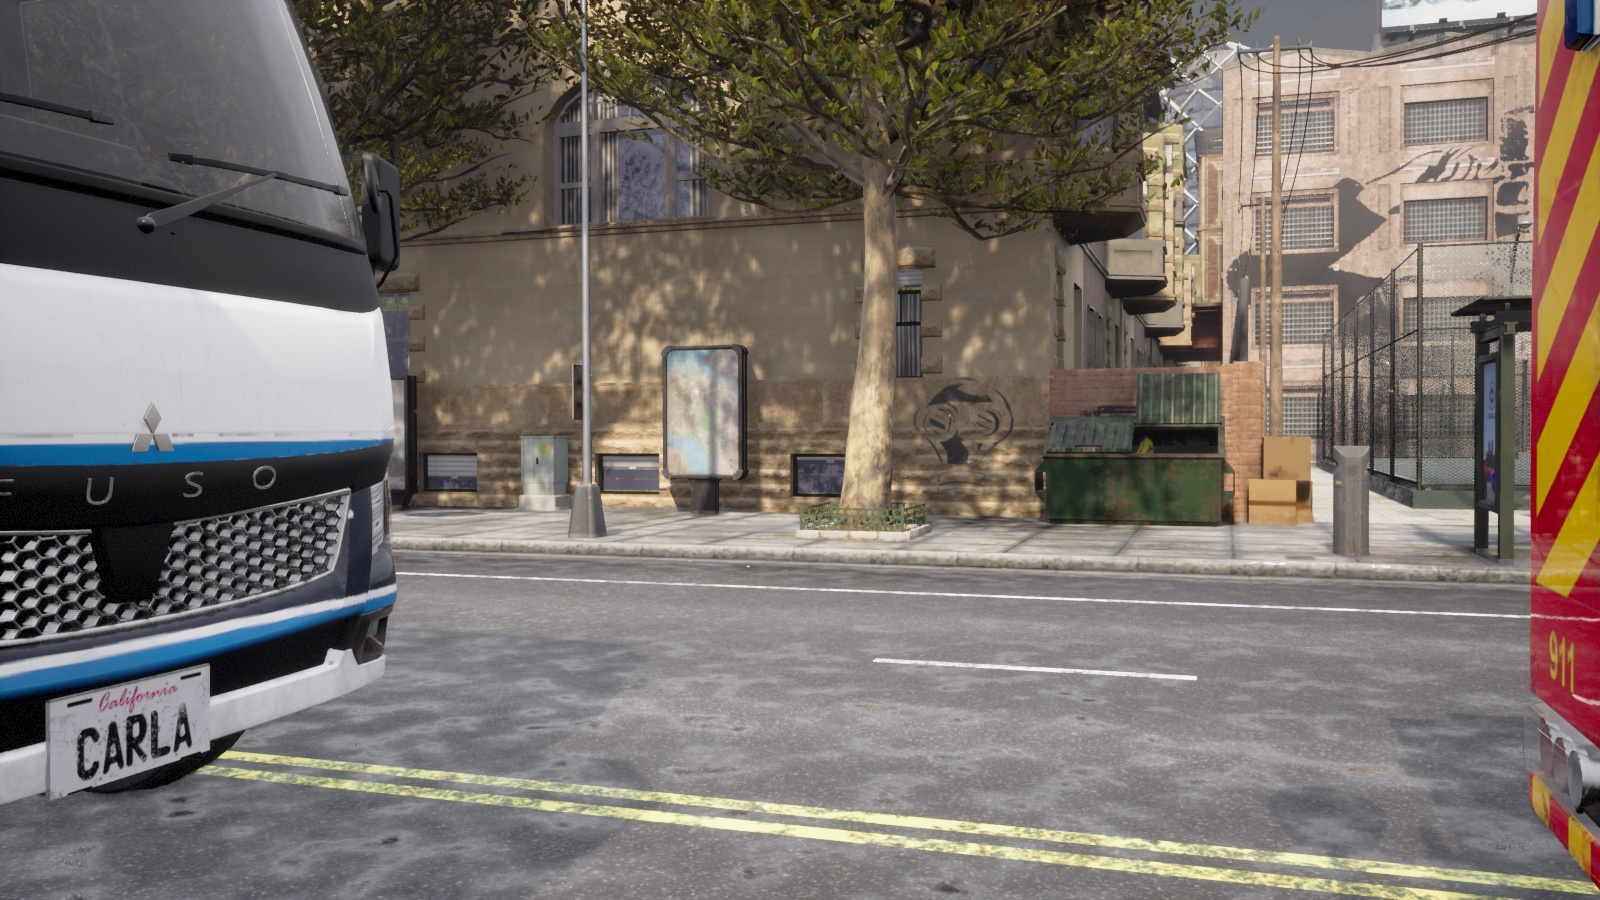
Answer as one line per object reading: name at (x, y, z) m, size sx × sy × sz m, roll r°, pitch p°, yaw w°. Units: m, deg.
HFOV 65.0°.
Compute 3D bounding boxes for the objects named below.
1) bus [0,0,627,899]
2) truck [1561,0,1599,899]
bus at (-6.258, -0.658, 5.265) m, size 10.273 × 4.253 × 3.944 m, roll 1°, pitch 1°, yaw 18°
truck at (5.943, -0.335, 1.185) m, size 8.468 × 3.827 × 2.891 m, roll 1°, pitch 1°, yaw 19°
